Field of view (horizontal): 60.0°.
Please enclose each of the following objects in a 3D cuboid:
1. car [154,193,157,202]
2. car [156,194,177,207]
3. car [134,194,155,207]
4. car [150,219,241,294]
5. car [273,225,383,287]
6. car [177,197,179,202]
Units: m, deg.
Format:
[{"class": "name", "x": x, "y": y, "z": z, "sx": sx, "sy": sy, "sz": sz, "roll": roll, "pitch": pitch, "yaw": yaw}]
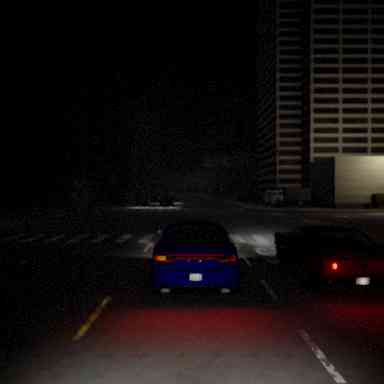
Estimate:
[{"class": "car", "x": -7.029, "y": 1.078, "z": 63.379, "sx": 2.097, "sy": 1.767, "sz": 4.553, "roll": 0, "pitch": 0, "yaw": 1}, {"class": "car", "x": -3.574, "y": 1.299, "z": 47.388, "sx": 1.837, "sy": 1.490, "sz": 4.892, "roll": 0, "pitch": 0, "yaw": 0}, {"class": "car", "x": -7.074, "y": 1.341, "z": 47.758, "sx": 2.033, "sy": 1.411, "sz": 5.357, "roll": 0, "pitch": 0, "yaw": 0}, {"class": "car", "x": 0.067, "y": 1.439, "z": 8.722, "sx": 1.882, "sy": 1.535, "sz": 5.008, "roll": 0, "pitch": 0, "yaw": 0}, {"class": "car", "x": 3.607, "y": 1.561, "z": 9.144, "sx": 1.895, "sy": 1.301, "sz": 4.718, "roll": 0, "pitch": 0, "yaw": 1}, {"class": "car", "x": -3.518, "y": 1.287, "z": 64.075, "sx": 1.994, "sy": 1.385, "sz": 4.181, "roll": 0, "pitch": 0, "yaw": 0}]
